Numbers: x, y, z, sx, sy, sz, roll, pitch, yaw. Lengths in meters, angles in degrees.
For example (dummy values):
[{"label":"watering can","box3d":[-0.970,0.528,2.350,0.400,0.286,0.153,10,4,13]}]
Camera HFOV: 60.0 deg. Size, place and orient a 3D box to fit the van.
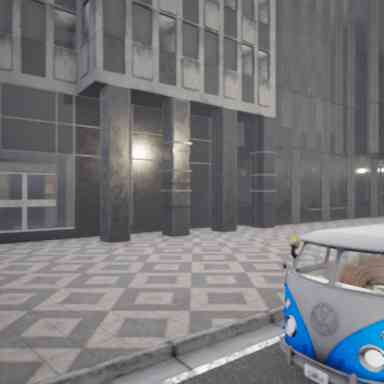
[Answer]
[{"label":"van","box3d":[2.955,1.343,4.631,3.998,1.788,1.690,0,0,-36]}]
